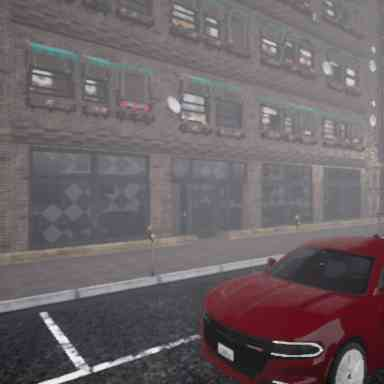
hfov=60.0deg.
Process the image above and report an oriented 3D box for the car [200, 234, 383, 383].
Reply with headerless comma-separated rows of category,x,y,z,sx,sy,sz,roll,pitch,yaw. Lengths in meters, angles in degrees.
car,2.406,1.474,5.086,5.008,1.535,1.882,0,0,-35
